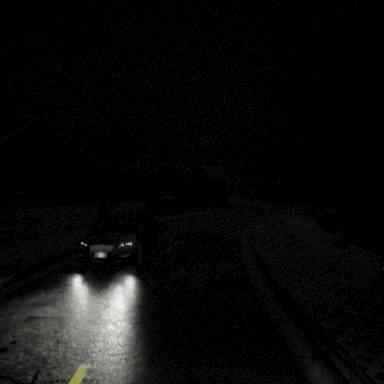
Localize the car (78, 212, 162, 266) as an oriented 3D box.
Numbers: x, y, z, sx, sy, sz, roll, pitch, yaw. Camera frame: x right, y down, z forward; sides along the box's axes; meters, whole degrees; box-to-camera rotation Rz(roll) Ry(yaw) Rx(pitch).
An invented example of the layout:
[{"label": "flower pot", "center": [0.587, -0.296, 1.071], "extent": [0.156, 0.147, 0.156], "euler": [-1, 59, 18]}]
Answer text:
[{"label": "car", "center": [-2.297, 1.478, 11.638], "extent": [2.128, 1.511, 4.902], "euler": [0, 0, 5]}]
